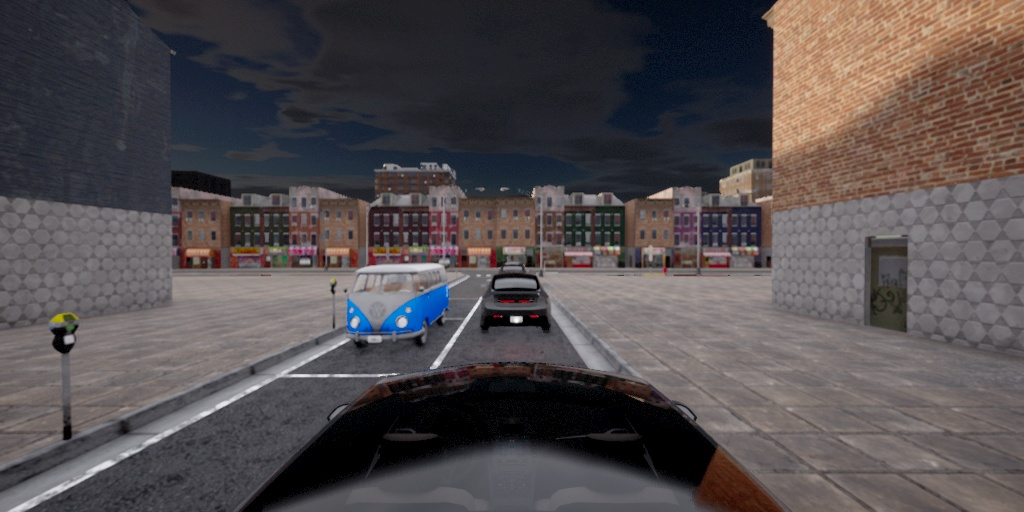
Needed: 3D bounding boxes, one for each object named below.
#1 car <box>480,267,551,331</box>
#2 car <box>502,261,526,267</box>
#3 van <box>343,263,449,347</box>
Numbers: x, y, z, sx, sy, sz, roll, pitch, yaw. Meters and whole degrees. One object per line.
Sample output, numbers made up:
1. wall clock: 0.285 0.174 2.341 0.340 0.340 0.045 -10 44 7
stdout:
1. car: 0.076 1.248 10.935 1.837 1.490 4.892 0 0 -1
2. car: 0.031 1.242 22.184 1.837 1.490 4.892 0 0 0
3. van: -2.660 1.084 9.036 1.690 1.789 3.998 0 0 0
